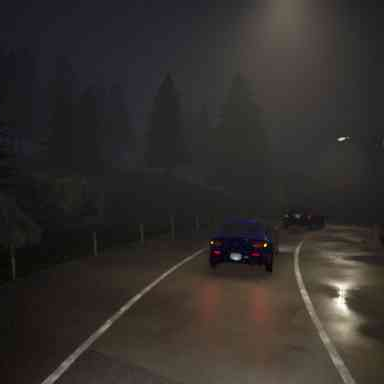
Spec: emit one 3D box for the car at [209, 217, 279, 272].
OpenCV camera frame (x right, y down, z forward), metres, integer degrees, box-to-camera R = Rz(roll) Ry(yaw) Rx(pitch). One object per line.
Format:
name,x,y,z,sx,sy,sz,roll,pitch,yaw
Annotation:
car,1.826,1.562,10.965,1.812,1.442,4.674,0,-1,17

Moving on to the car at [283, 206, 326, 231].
car,8.506,1.822,24.850,2.097,1.767,4.553,1,-2,34
